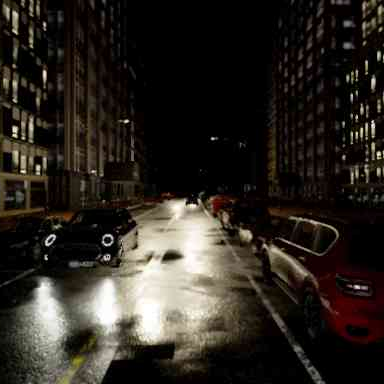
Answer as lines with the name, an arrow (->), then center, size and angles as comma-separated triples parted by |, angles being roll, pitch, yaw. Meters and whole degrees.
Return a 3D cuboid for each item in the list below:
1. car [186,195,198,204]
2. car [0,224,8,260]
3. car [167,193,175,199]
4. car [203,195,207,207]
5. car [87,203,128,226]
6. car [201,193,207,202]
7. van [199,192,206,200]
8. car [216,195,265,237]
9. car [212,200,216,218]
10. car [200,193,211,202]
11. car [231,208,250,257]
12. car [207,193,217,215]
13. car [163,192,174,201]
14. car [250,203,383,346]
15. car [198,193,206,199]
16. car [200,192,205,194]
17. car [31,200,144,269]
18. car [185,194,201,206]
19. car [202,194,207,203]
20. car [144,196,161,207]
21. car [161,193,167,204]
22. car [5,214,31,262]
car -> 0.003, 1.288, 58.220 | 1.994, 1.385, 4.181 | 0, 0, 0
car -> -5.686, 1.536, 6.255 | 1.947, 1.339, 4.313 | 0, 0, 0
car -> -5.684, 1.118, 89.344 | 1.887, 1.381, 4.507 | 0, 0, 0
car -> 2.696, 1.364, 39.491 | 2.008, 1.369, 4.403 | 0, 0, 0
car -> -5.685, 1.474, 22.873 | 1.802, 1.307, 4.206 | 0, 0, 0
car -> 2.696, 1.300, 56.109 | 1.947, 1.339, 4.313 | 0, 0, 0
van -> 2.697, 0.941, 83.804 | 1.690, 1.788, 3.998 | 0, 0, 0
car -> 2.696, 1.233, 17.334 | 2.192, 1.841, 5.009 | 0, 0, 0
car -> 2.695, 1.458, 22.874 | 1.947, 1.339, 4.313 | 0, 0, 0
car -> 2.697, 1.121, 67.187 | 1.967, 1.590, 4.097 | 0, 0, 0
car -> 2.695, 1.489, 11.795 | 1.887, 1.381, 4.507 | 0, 0, 0
car -> 2.697, 1.181, 28.412 | 2.192, 1.841, 5.009 | 0, 0, 0
car -> -5.683, 0.969, 72.725 | 2.192, 1.841, 5.009 | 0, 0, 0
car -> 2.696, 1.285, 6.254 | 2.192, 1.841, 5.009 | 0, 0, 0
car -> 2.697, 1.013, 89.344 | 1.967, 1.590, 4.097 | 0, 0, 0
car -> 2.698, 1.022, 61.647 | 2.192, 1.841, 5.009 | 0, 0, 0
car -> -3.083, 1.301, 10.974 | 2.097, 1.767, 4.553 | 0, 0, 0
car -> 0.003, 1.298, 48.212 | 1.812, 1.442, 4.674 | 0, 0, 0
car -> 2.696, 1.312, 45.201 | 1.752, 1.417, 4.829 | 0, 0, 0
car -> -5.684, 1.369, 45.031 | 1.802, 1.307, 4.206 | 0, 0, 0
car -> -5.684, 1.316, 56.109 | 1.802, 1.307, 4.206 | 0, 0, 0
car -> -5.685, 1.495, 11.794 | 2.008, 1.369, 4.403 | 0, 0, 0
